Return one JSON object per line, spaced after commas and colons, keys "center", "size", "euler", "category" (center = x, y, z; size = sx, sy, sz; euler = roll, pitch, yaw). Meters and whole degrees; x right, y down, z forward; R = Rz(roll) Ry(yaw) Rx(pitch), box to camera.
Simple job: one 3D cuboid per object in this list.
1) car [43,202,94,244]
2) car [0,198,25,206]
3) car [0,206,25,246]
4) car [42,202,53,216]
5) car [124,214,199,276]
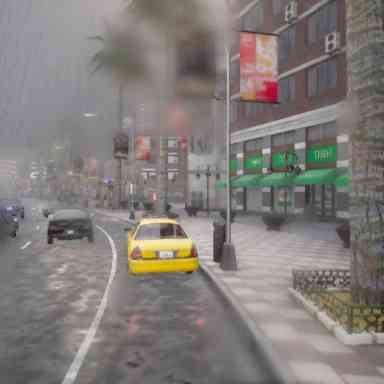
{"center": [-5.763, 1.481, 15.928], "size": [1.882, 1.535, 5.008], "euler": [0, 0, -19], "category": "car"}
{"center": [-15.547, 1.353, 28.556], "size": [2.097, 1.767, 4.553], "euler": [0, 0, -27], "category": "car"}
{"center": [-9.076, 1.556, 14.798], "size": [2.033, 1.411, 5.357], "euler": [0, 0, -19], "category": "car"}
{"center": [-12.443, 1.563, 30.173], "size": [1.994, 1.385, 4.181], "euler": [0, 0, -27], "category": "car"}
{"center": [-1.121, 1.456, 10.384], "size": [1.801, 1.575, 5.366], "euler": [0, 0, -11], "category": "car"}
